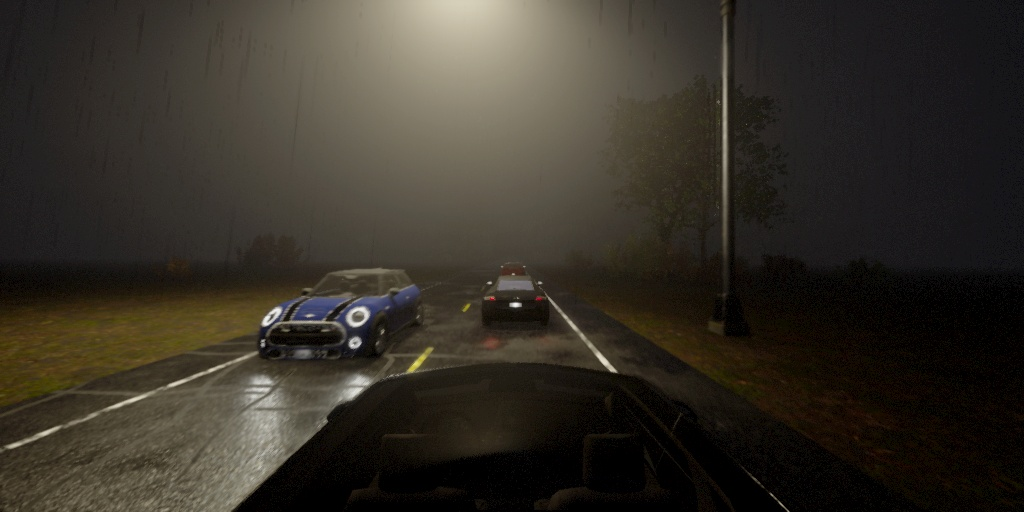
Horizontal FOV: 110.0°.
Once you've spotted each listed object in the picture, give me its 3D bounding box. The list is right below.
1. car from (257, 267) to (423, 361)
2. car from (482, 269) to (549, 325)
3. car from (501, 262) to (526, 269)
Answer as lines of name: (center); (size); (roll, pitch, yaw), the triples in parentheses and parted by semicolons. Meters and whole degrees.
car: (-3.596, 1.102, 8.428); (2.097, 1.767, 4.553); (0, 0, 0)
car: (0.101, 1.313, 11.852); (1.994, 1.385, 4.181); (0, 0, 0)
car: (0.100, 1.222, 29.659); (1.882, 1.535, 5.008); (0, 0, 0)
